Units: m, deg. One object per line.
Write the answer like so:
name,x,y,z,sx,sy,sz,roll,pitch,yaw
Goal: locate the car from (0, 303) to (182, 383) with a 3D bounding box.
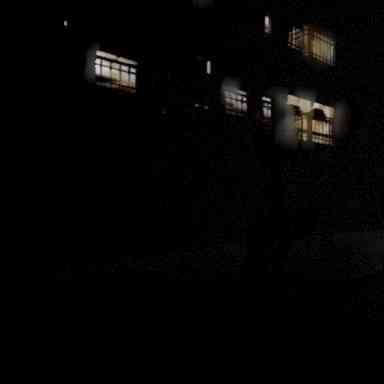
car,-2.245,1.491,1.469,4.902,1.511,2.128,0,0,-35
